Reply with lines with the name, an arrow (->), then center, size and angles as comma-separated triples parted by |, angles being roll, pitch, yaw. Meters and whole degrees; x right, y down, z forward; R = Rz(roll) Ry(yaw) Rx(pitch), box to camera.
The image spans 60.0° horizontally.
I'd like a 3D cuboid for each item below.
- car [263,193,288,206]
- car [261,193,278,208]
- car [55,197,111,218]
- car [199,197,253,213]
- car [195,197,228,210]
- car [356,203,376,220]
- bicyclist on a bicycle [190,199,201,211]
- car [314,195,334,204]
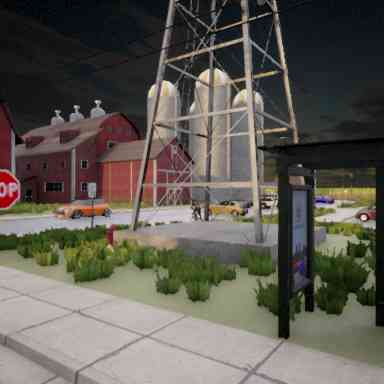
car -> 13.682, 1.218, 54.506 | 2.150, 2.045, 5.566 | 0, 0, 35
car -> 10.350, 1.311, 42.464 | 3.866, 1.878, 1.905 | 0, 0, 35
car -> -9.043, 1.349, 27.804 | 2.097, 1.767, 4.553 | 0, 0, 35
car -> 3.115, 1.503, 31.074 | 4.193, 1.474, 1.816 | 0, 0, 35
car -> 2.716, 1.488, 44.868 | 2.128, 1.511, 4.902 | 0, 0, 35
car -> 14.355, 1.520, 24.703 | 3.905, 1.438, 1.784 | 0, 0, 35
bicyclist on a bicycle -> 0.231, 1.299, 22.216 | 0.582, 1.620, 1.656 | 0, 0, -21
car -> 24.178, 1.478, 62.332 | 4.611, 1.667, 2.242 | 0, 0, 35
